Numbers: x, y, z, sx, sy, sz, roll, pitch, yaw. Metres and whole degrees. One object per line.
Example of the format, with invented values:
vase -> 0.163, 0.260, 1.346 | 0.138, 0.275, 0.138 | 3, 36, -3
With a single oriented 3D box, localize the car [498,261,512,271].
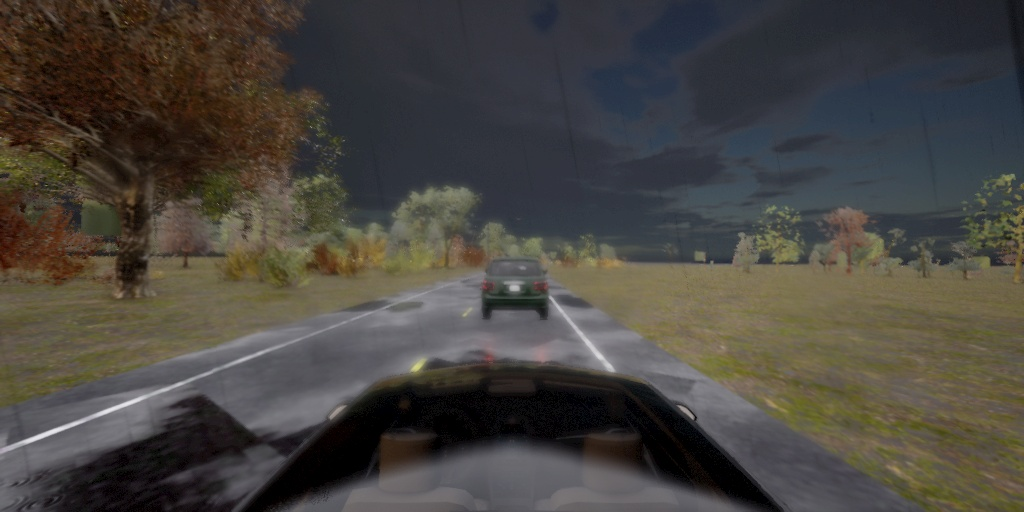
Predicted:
car -> -1.132, 1.704, 61.567 | 1.882, 1.535, 5.008 | 0, -1, 5

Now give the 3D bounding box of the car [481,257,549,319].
car -> 0.153, 1.048, 13.236 | 2.150, 2.045, 5.566 | 0, 0, 2
